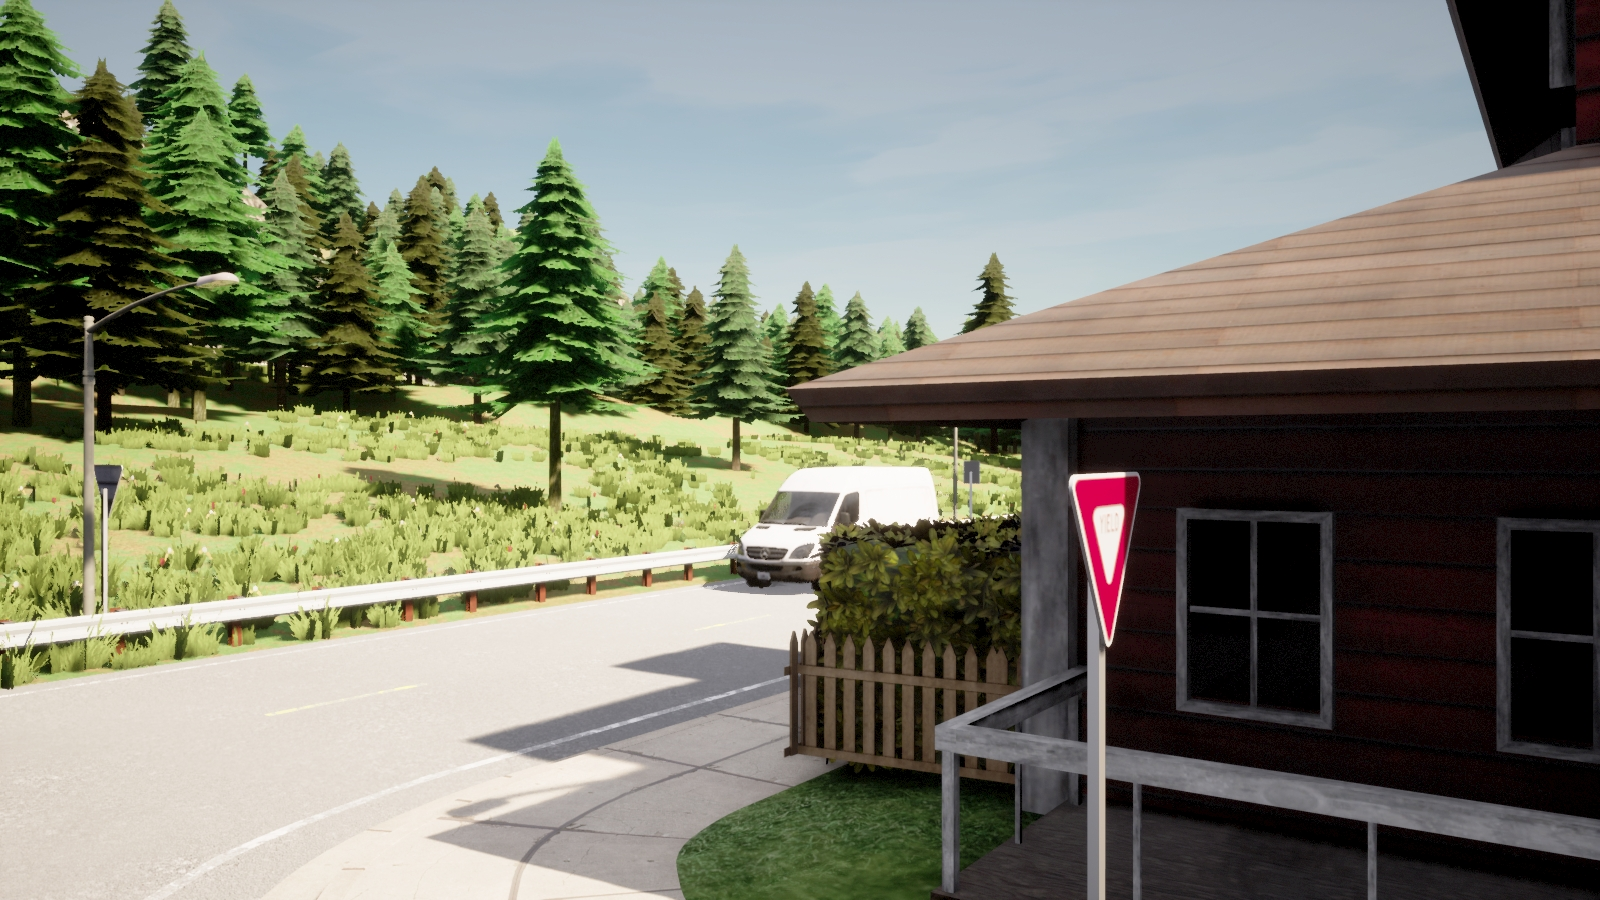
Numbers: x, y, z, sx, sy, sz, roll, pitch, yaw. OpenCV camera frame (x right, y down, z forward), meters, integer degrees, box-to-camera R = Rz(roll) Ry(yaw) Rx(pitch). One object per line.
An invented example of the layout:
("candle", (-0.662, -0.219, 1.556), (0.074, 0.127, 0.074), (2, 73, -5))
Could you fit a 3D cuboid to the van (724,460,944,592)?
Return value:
("van", (0.940, 1.535, 25.529), (1.988, 2.561, 5.915), (0, 0, 35))
